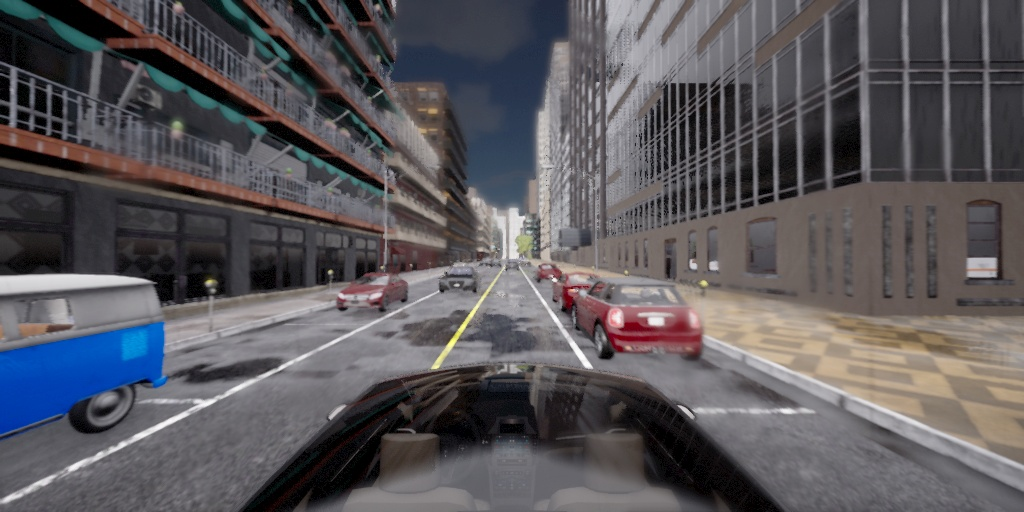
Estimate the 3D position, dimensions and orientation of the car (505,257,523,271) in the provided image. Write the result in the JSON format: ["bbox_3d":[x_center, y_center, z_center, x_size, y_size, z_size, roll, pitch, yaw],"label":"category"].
[{"bbox_3d":[0.059,1.225,49.534,2.128,1.511,4.902,0,0,1],"label":"car"}]

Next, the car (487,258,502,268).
[{"bbox_3d":[-2.779,1.208,61.565,1.882,1.535,5.008,0,0,0],"label":"car"}]

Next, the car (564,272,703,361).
[{"bbox_3d":[2.566,1.188,8.339,1.967,1.591,4.097,0,0,0],"label":"car"}]

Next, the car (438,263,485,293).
[{"bbox_3d":[-2.848,1.307,20.388,1.994,1.385,4.181,0,0,0],"label":"car"}]

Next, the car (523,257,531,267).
[{"bbox_3d":[2.566,1.279,64.864,2.007,1.370,4.403,0,0,0],"label":"car"}]

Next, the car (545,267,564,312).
[{"bbox_3d":[2.566,1.291,13.991,1.888,1.381,4.507,0,0,0],"label":"car"}]

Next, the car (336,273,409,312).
[{"bbox_3d":[-5.314,1.327,14.231,1.802,1.307,4.207,0,0,0],"label":"car"}]

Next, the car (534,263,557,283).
[{"bbox_3d":[2.750,1.267,27.796,1.812,1.442,4.674,0,0,0],"label":"car"}]

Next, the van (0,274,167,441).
[{"bbox_3d":[-5.314,1.090,2.938,1.690,1.789,3.998,0,0,0],"label":"van"}]
